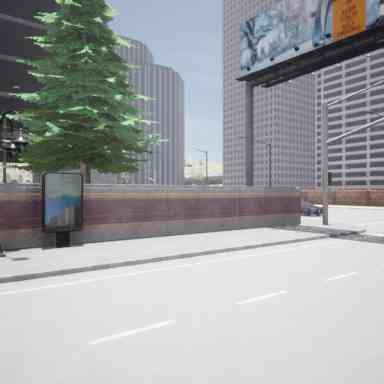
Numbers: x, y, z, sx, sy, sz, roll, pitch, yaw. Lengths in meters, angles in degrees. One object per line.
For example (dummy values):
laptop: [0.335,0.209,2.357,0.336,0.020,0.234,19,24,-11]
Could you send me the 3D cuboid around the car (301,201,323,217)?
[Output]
car: [10.475,1.564,31.923,1.994,1.385,4.181,0,0,-35]
